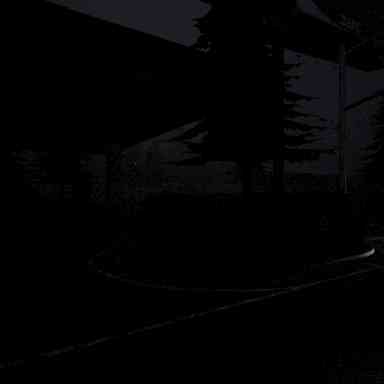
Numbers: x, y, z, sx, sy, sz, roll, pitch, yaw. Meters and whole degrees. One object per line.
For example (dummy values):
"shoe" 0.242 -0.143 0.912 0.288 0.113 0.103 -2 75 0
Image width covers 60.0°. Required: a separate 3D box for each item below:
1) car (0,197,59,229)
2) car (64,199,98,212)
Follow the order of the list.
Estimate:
"car" -11.886 1.313 23.526 3.866 1.878 1.905 0 0 -36
"car" -12.802 1.491 36.295 4.902 1.511 2.128 0 0 -36
